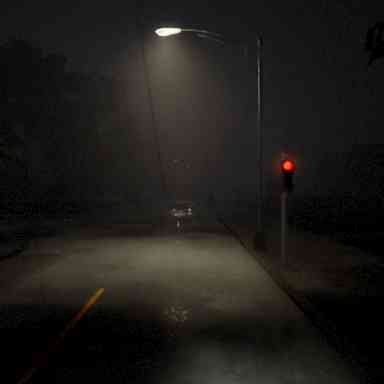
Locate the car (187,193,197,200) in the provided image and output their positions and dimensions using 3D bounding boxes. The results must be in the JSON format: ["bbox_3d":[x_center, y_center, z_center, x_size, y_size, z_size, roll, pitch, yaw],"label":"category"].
[{"bbox_3d":[-0.019,0.975,68.317,1.812,1.442,4.674,0,0,0],"label":"car"}]

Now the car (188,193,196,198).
[{"bbox_3d":[-0.022,0.797,78.350,1.895,1.301,4.718,0,0,0],"label":"car"}]
